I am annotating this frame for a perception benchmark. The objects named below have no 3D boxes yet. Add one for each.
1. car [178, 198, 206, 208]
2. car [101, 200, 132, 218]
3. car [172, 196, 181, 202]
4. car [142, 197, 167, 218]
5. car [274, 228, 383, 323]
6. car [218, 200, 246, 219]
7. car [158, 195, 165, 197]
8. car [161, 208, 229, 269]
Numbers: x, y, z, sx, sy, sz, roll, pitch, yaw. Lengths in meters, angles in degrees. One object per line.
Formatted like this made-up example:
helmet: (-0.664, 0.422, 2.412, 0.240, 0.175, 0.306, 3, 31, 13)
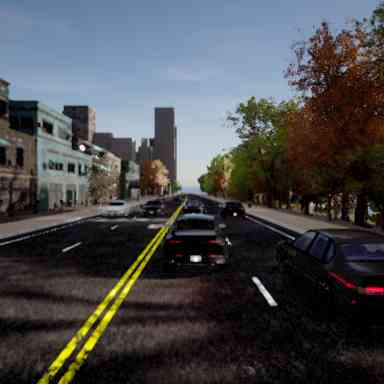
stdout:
car: (0.102, 1.456, 28.076, 2.128, 1.511, 4.902, 0, 0, 0)
car: (-6.595, 1.488, 29.696, 1.812, 1.442, 4.674, 0, 0, 0)
car: (-3.245, 1.453, 71.188, 1.994, 1.385, 4.181, 0, 0, 0)
car: (-3.344, 1.467, 30.030, 1.837, 1.490, 4.892, 0, 0, 0)
car: (3.351, 1.538, 7.497, 2.033, 1.411, 5.357, 0, 0, 0)
car: (3.353, 1.469, 28.200, 1.837, 1.490, 4.892, 0, 0, 0)
car: (-6.495, 1.440, 71.188, 2.033, 1.411, 5.357, 0, 0, 0)
car: (0.101, 1.491, 11.125, 1.837, 1.490, 4.892, 0, 0, 0)
